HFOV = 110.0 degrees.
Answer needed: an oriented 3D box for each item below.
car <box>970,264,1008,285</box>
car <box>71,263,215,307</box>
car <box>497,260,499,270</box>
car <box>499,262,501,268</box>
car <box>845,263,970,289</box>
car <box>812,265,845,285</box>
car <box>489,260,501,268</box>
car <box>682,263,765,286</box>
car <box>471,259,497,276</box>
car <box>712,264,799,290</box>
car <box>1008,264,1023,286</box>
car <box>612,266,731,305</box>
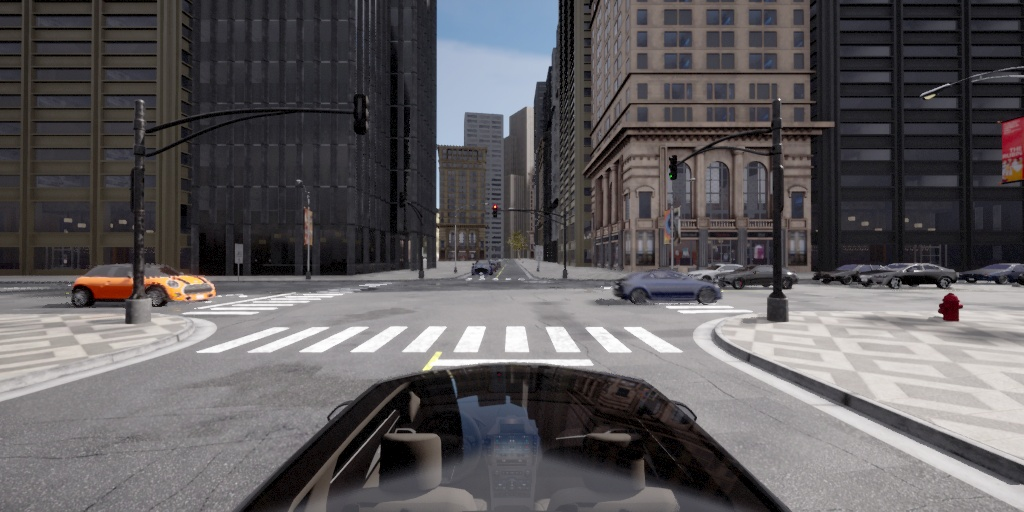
[{"bbox_3d":[34.647,1.235,24.990,5.357,1.411,2.033,0,0,-1],"label":"car"},{"bbox_3d":[-15.138,1.110,14.912,4.553,1.767,2.097,0,0,2],"label":"car"},{"bbox_3d":[-3.058,1.372,46.399,1.994,1.385,4.181,0,0,0],"label":"car"},{"bbox_3d":[-3.055,1.394,55.430,1.994,1.385,4.181,0,0,0],"label":"car"},{"bbox_3d":[23.812,1.181,21.730,4.902,1.511,2.128,0,0,0],"label":"car"},{"bbox_3d":[24.219,1.259,24.982,5.357,1.411,2.033,0,0,0],"label":"car"},{"bbox_3d":[-3.031,1.422,65.397,1.994,1.385,4.181,0,0,0],"label":"car"},{"bbox_3d":[14.637,1.262,24.977,4.674,1.442,1.812,0,0,0],"label":"car"},{"bbox_3d":[-3.048,1.141,37.627,2.097,1.767,4.553,0,0,0],"label":"car"},{"bbox_3d":[14.702,1.238,21.716,4.674,1.442,1.812,0,0,-1],"label":"car"},{"bbox_3d":[33.684,1.229,21.732,4.181,1.385,1.994,0,0,0],"label":"car"},{"bbox_3d":[6.379,1.250,15.016,4.181,1.385,1.994,0,0,0],"label":"car"}]
